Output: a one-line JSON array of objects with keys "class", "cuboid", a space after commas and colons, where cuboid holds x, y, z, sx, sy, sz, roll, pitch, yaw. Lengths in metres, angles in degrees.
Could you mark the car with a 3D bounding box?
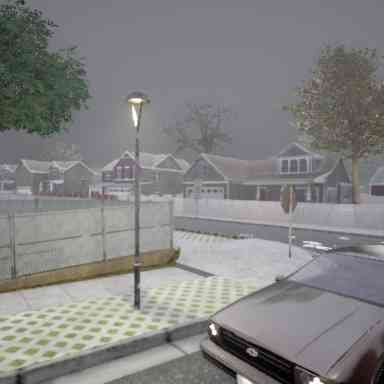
[{"class": "car", "cuboid": [2.717, 1.546, 4.888, 5.357, 1.411, 2.033, 0, 0, -35]}]
